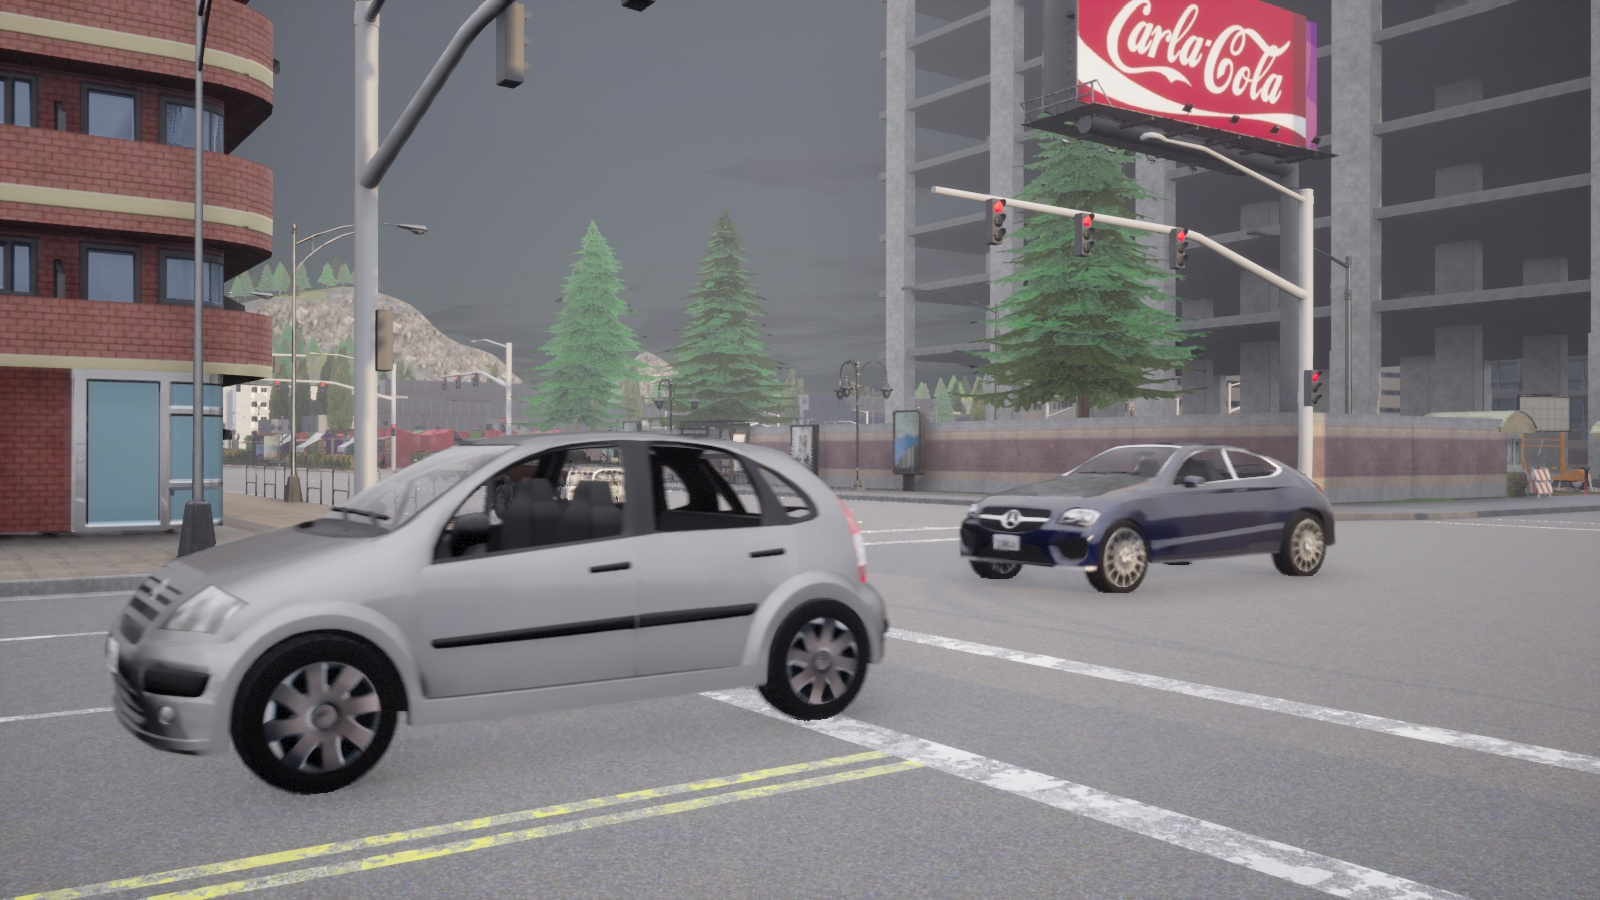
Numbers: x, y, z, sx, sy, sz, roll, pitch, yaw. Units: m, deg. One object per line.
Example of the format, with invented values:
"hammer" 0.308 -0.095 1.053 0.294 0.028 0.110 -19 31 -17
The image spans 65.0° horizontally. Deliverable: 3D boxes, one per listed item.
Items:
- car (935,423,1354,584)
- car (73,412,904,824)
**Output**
"car" 4.253 0.552 15.151 5.027 1.651 2.152 0 0 -35
"car" -1.569 0.663 6.832 3.988 1.617 1.851 0 0 -35
